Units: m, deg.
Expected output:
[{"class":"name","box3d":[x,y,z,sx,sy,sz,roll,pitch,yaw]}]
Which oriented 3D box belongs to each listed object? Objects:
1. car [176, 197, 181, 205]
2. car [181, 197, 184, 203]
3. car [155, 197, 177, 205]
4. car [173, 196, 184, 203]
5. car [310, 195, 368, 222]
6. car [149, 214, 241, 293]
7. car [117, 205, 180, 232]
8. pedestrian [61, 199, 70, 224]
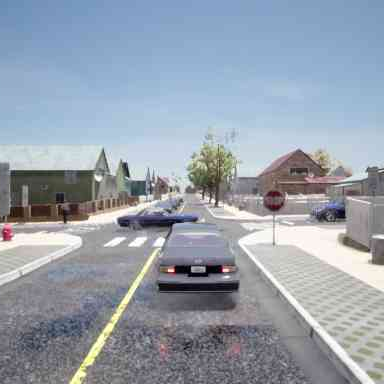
[{"class":"car","box3d":[-2.818,1.565,42.545,1.994,1.385,4.181,0,0,0]},{"class":"car","box3d":[-2.801,1.489,52.877,2.128,1.511,4.902,0,0,0]},{"class":"car","box3d":[-2.794,1.549,32.754,2.033,1.411,5.357,0,0,-1]},{"class":"car","box3d":[-2.708,1.591,68.199,1.895,1.301,4.718,0,0,0]},{"class":"car","box3d":[10.406,1.067,22.568,4.553,1.767,2.097,-2,-1,2]},{"class":"car","box3d":[0.080,1.550,8.972,2.033,1.411,5.357,0,0,-1]},{"class":"car","box3d":[-1.861,1.602,19.453,4.718,1.301,1.895,0,0,0]},{"class":"pedestrian","box3d":[-9.673,1.462,25.301,0.375,1.860,0.375,0,0,0]}]
